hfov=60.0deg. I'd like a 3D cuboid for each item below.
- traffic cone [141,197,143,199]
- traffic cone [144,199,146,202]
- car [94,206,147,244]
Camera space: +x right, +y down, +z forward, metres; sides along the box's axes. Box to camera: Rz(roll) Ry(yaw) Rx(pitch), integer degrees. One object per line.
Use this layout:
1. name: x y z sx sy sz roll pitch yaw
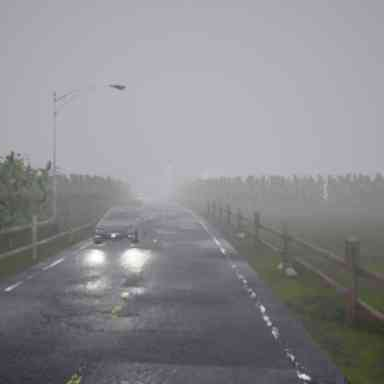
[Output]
1. traffic cone: -11.069 1.735 77.571 0.340 0.580 0.340 0 0 -11
2. traffic cone: -7.891 1.794 57.942 0.340 0.580 0.340 0 0 -8
3. car: -3.192 1.466 15.552 1.837 1.490 4.892 0 0 -2
